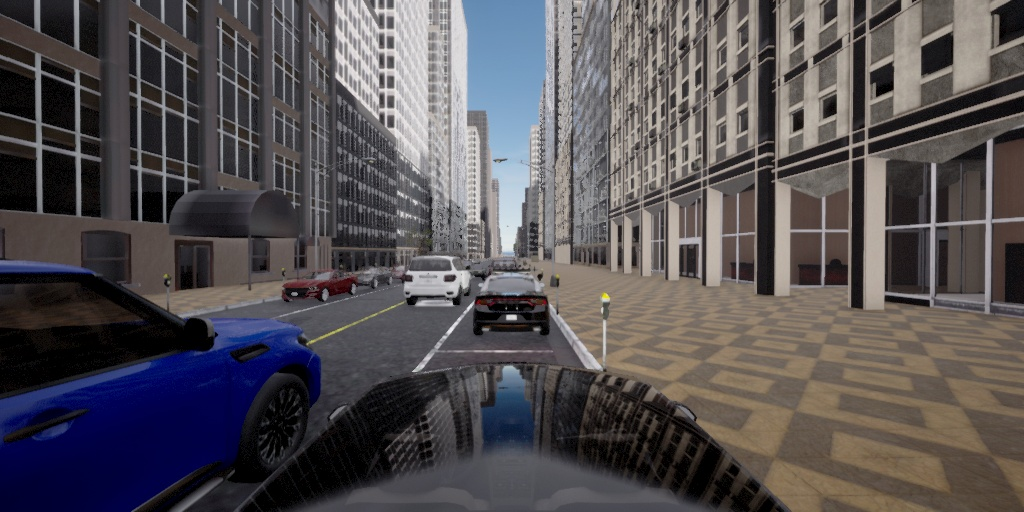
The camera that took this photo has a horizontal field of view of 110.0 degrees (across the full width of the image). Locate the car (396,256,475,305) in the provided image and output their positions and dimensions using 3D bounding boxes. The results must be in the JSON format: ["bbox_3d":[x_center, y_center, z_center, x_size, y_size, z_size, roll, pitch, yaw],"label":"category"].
[{"bbox_3d":[-3.146,1.006,16.126,2.150,2.045,5.566,0,0,0],"label":"car"}]

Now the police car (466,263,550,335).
[{"bbox_3d":[-0.012,1.173,10.612,1.930,1.638,5.238,0,0,0],"label":"police car"}]

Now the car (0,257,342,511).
[{"bbox_3d":[-3.146,0.966,1.529,2.150,2.045,5.566,0,0,0],"label":"car"}]

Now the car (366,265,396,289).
[{"bbox_3d":[-8.838,1.296,22.523,2.007,1.370,4.403,0,0,0],"label":"car"}]

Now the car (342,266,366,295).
[{"bbox_3d":[-8.837,1.292,16.839,1.888,1.381,4.507,0,0,0],"label":"car"}]

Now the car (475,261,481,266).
[{"bbox_3d":[-3.146,1.362,31.127,1.895,1.301,4.718,0,0,0],"label":"car"}]

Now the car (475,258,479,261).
[{"bbox_3d":[-6.146,1.343,49.098,2.033,1.411,5.357,0,0,0],"label":"car"}]

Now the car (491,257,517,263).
[{"bbox_3d":[-0.457,1.060,22.523,2.192,1.841,5.009,0,0,0],"label":"car"}]
